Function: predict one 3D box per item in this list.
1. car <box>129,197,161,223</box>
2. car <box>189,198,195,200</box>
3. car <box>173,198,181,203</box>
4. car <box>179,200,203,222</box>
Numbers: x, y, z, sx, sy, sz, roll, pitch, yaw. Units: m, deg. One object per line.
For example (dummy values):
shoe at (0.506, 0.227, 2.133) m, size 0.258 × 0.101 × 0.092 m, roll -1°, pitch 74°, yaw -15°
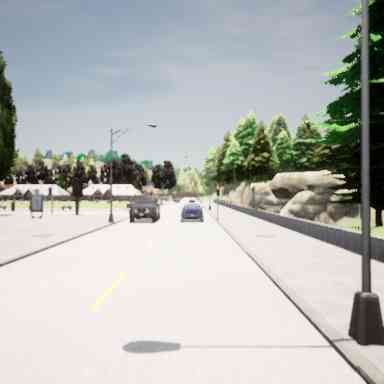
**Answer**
car at (-4.002, 1.477, 28.994) m, size 2.150 × 2.045 × 5.566 m, roll 0°, pitch -1°, yaw 0°
car at (-0.004, 2.218, 83.195) m, size 1.895 × 1.301 × 4.718 m, roll 0°, pitch -1°, yaw 0°
car at (-4.005, 2.309, 90.366) m, size 1.812 × 1.442 × 4.674 m, roll 0°, pitch -1°, yaw 0°
car at (-0.004, 1.754, 29.486) m, size 1.882 × 1.535 × 5.008 m, roll 0°, pitch 0°, yaw 0°
